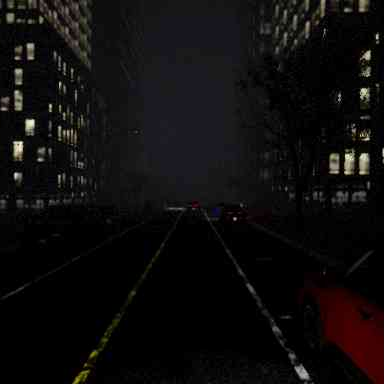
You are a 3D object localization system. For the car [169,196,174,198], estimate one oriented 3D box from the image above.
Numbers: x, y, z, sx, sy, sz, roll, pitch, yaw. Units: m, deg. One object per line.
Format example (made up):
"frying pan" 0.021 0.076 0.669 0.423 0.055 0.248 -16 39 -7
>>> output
"car" -5.025 1.965 64.236 1.967 1.590 4.097 0 0 0

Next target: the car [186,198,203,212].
"car" 0.215 1.877 43.846 1.837 1.490 4.892 0 0 1

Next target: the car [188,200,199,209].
"car" 0.261 2.074 55.101 1.895 1.301 4.718 0 -1 0

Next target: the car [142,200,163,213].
"car" -5.127 1.779 42.003 1.967 1.590 4.097 0 0 0

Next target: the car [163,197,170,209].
"car" -5.076 1.982 53.118 2.008 1.369 4.403 0 0 0

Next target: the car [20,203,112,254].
"car" -5.254 1.427 14.211 2.192 1.841 5.009 0 0 0

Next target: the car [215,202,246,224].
"car" 3.139 1.721 26.680 1.837 1.490 4.892 0 0 0

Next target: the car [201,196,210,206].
"car" 2.881 2.127 69.758 2.008 1.369 4.403 0 0 0

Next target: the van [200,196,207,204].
"van" 2.957 2.058 86.435 1.690 1.788 3.998 0 0 0

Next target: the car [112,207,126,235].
"car" -5.229 1.597 19.768 1.967 1.590 4.097 0 0 0

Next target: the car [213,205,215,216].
"car" 3.166 1.752 33.680 1.882 1.535 5.008 0 0 0

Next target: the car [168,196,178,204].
"car" -4.923 2.028 86.471 2.192 1.841 5.009 0 0 0

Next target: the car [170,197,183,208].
"car" -2.544 2.031 57.287 1.994 1.385 4.181 0 0 1

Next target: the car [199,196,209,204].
"car" 2.931 1.985 80.877 2.192 1.841 5.009 0 0 0

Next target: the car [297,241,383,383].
"car" 2.590 1.342 3.061 2.192 1.841 5.009 0 0 0
